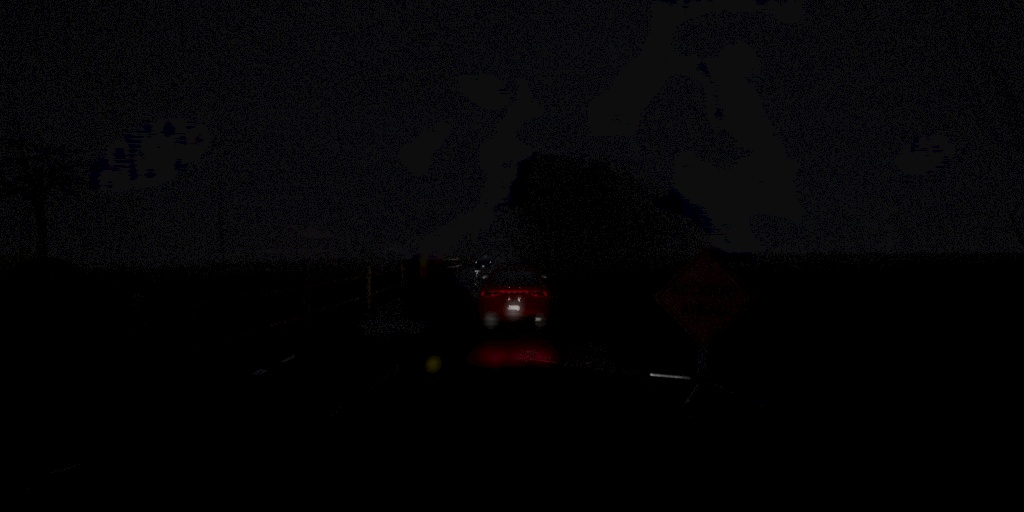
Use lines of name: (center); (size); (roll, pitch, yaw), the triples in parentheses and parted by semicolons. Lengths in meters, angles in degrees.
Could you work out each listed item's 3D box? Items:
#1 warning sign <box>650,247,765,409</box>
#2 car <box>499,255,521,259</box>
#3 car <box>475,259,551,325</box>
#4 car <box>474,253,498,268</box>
warning sign: (2.450, 0.807, 4.644); (1.300, 1.860, 1.060); (0, 0, 0)
car: (0.094, 0.799, 29.392); (1.895, 1.301, 4.718); (0, 1, 0)
car: (0.082, 1.042, 11.061); (1.882, 1.535, 5.008); (0, 1, 0)
car: (-2.845, 0.634, 37.594); (1.895, 1.301, 4.718); (0, 1, 0)
